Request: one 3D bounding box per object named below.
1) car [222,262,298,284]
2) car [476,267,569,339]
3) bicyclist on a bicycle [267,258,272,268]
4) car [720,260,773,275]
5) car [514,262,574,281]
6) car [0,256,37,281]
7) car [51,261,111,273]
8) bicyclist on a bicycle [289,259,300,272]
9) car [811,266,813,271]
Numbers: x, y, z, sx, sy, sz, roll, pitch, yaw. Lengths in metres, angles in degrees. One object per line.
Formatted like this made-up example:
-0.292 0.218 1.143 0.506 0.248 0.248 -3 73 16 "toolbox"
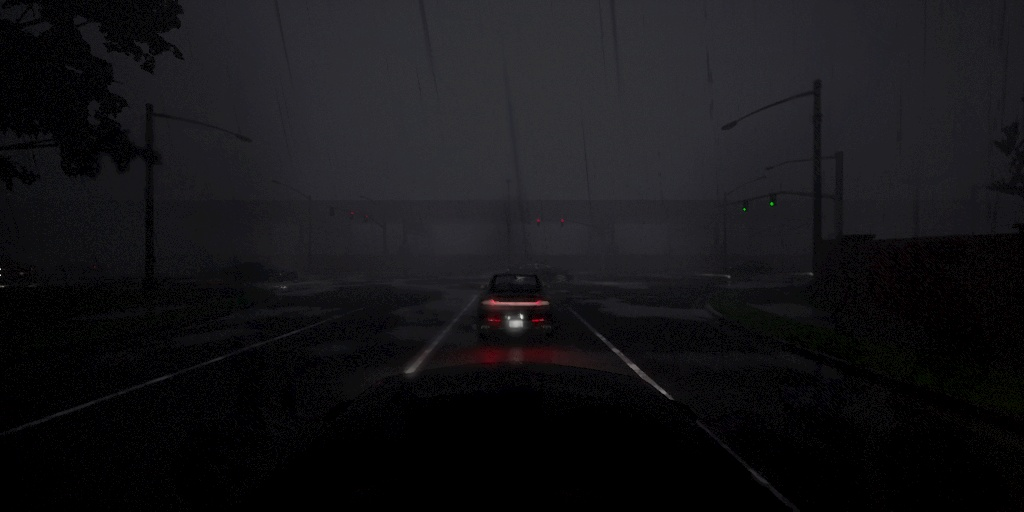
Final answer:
-18.500 1.215 26.431 5.008 1.535 1.882 0 0 2 "car"
0.096 1.238 10.073 2.128 1.511 4.902 0 0 0 "car"
-31.596 1.028 46.730 0.582 1.620 1.656 0 0 -33 "bicyclist on a bicycle"
23.503 1.122 36.002 4.674 1.442 1.812 -1 0 2 "car"
1.978 1.209 25.877 4.902 1.511 2.128 0 0 2 "car"
-39.697 0.962 27.093 5.566 2.045 2.150 0 0 2 "car"
-49.659 1.278 41.373 5.357 1.411 2.033 0 0 2 "car"
-27.044 1.181 44.640 0.582 1.620 1.656 0 0 14 "bicyclist on a bicycle"
33.178 1.030 35.737 5.357 1.411 2.033 -1 0 2 "car"
